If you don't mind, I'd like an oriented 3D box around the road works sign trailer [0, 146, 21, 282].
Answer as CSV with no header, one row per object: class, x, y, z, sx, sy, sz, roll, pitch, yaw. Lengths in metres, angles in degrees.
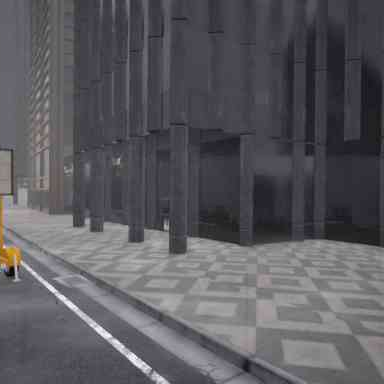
road works sign trailer,-6.148,0.502,8.867,2.380,3.560,2.880,0,0,-42
